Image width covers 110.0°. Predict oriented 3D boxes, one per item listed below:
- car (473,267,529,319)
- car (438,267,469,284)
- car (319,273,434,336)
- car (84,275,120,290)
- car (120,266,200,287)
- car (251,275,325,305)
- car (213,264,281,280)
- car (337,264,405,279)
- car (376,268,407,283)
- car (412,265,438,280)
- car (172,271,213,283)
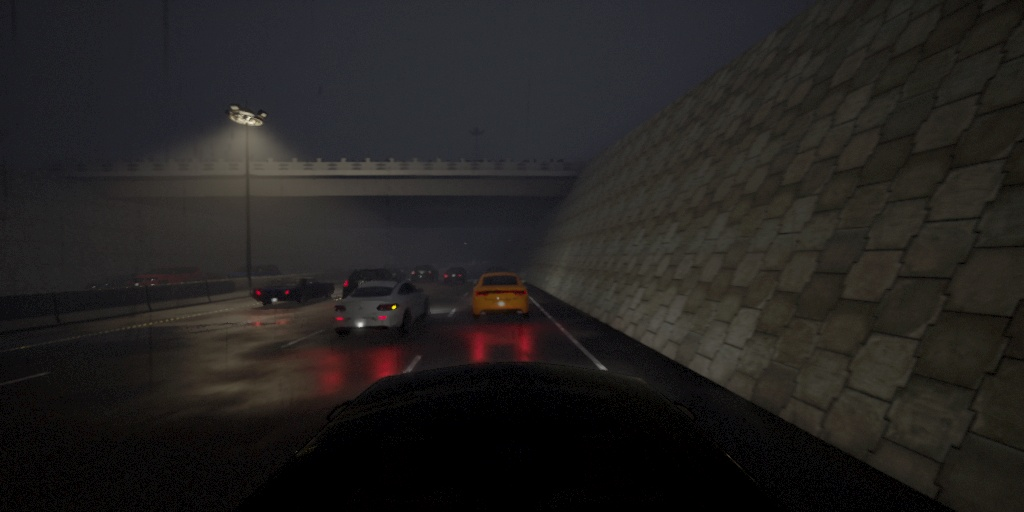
[{"bbox_3d":[-0.458,1.363,13.678,1.882,1.535,5.008,-1,0,-3],"label":"car"},{"bbox_3d":[-4.972,1.725,32.243,2.033,1.411,5.357,-1,-1,-3],"label":"car"},{"bbox_3d":[-3.825,1.456,11.073,1.812,1.442,4.674,-1,-1,-3],"label":"car"},{"bbox_3d":[-33.095,2.329,30.326,1.994,1.385,4.181,-1,-1,-3],"label":"car"},{"bbox_3d":[-29.634,1.918,30.947,2.150,2.045,5.566,-1,-1,-3],"label":"car"},{"bbox_3d":[-11.249,1.775,18.987,1.895,1.301,4.718,-1,-1,-3],"label":"car"},{"bbox_3d":[-22.650,1.772,31.397,2.150,2.045,5.566,-1,-1,-3],"label":"car"},{"bbox_3d":[-7.834,1.467,20.519,2.097,1.767,4.553,-1,-1,-3],"label":"car"},{"bbox_3d":[-12.226,1.945,36.715,1.994,1.385,4.181,-1,-1,-3],"label":"car"},{"bbox_3d":[-8.701,1.653,36.253,2.097,1.767,4.553,-1,0,-3],"label":"car"},{"bbox_3d":[-26.116,2.183,30.841,1.994,1.385,4.181,-1,-1,-3],"label":"car"}]
